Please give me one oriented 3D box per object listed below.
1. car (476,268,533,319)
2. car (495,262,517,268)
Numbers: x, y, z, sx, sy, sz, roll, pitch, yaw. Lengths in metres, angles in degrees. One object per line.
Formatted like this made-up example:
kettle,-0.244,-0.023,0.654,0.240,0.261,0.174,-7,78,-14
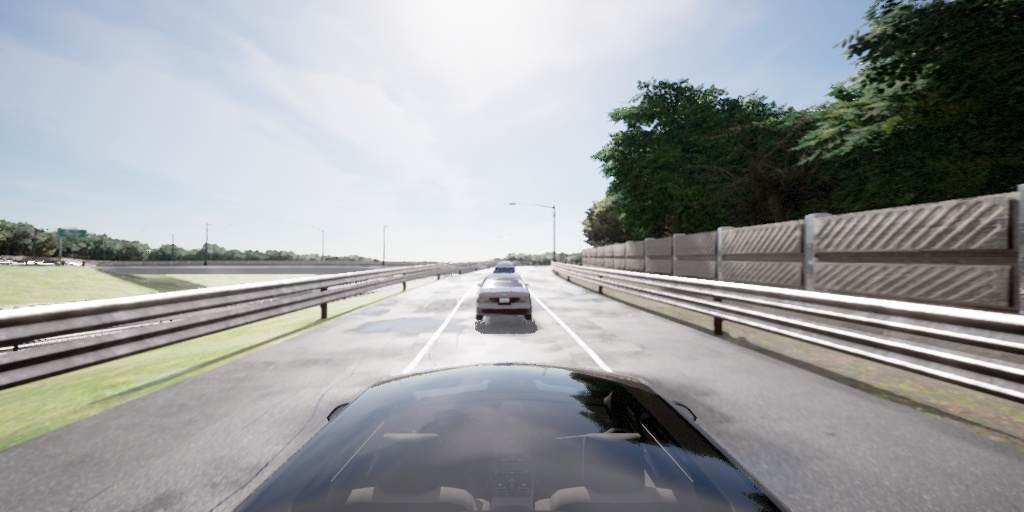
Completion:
car,-0.309,1.331,12.902,2.033,1.411,5.357,0,0,-2
car,-0.590,1.311,33.360,1.882,1.535,5.008,0,0,2
